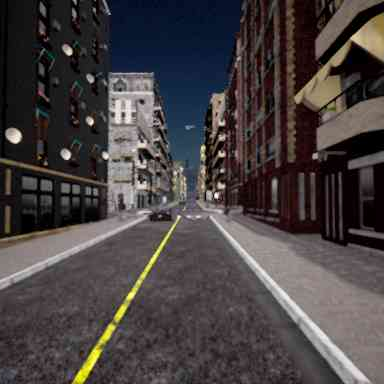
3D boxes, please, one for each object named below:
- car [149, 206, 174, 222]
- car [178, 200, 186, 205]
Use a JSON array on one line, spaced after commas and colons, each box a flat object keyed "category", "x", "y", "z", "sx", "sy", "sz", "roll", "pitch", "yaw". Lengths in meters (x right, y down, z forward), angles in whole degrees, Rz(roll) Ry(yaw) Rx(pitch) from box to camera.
[{"category": "car", "x": -2.751, "y": 1.937, "z": 30.617, "sx": 1.994, "sy": 1.385, "sz": 4.181, "roll": 0, "pitch": -1, "yaw": 0}, {"category": "car", "x": -2.696, "y": 2.802, "z": 92.488, "sx": 1.994, "sy": 1.385, "sz": 4.181, "roll": 0, "pitch": -1, "yaw": 0}]
